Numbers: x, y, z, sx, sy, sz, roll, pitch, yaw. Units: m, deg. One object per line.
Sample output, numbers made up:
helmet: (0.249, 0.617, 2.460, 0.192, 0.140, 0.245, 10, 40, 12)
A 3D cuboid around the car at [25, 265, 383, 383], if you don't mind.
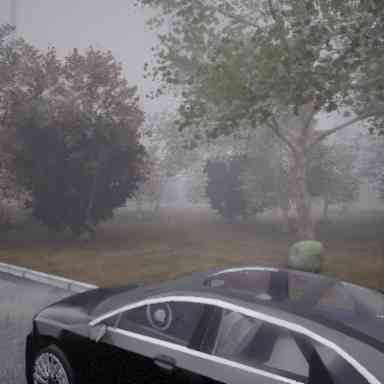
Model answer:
car: (0.341, 1.492, 3.135, 4.902, 1.511, 2.128, 0, 0, 36)
